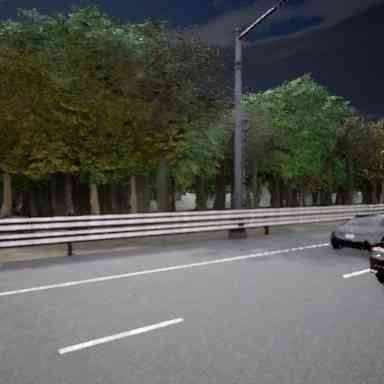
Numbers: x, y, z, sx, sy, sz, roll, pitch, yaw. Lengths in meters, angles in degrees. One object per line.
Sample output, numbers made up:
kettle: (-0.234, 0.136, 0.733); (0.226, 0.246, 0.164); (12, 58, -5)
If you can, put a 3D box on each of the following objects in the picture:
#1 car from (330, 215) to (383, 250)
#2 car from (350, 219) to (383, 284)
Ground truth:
car: (7.453, 1.605, 13.390); (4.181, 1.385, 1.994); (0, 0, -35)
car: (6.397, 1.522, 8.369); (4.902, 1.511, 2.128); (0, 0, -35)
